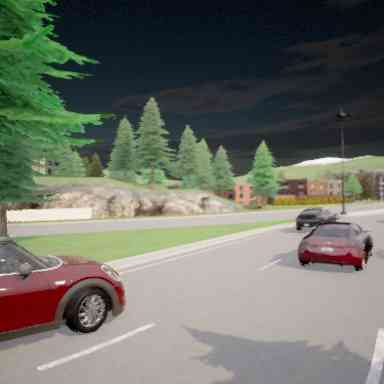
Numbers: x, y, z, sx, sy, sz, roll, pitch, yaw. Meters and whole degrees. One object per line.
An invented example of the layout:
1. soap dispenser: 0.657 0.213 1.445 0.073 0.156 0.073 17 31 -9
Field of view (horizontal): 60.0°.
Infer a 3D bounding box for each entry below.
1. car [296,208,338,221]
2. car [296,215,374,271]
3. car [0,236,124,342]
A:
1. car: 8.740 1.867 23.023 1.837 1.490 4.892 -2 -2 37
2. car: 5.229 1.744 11.859 1.994 1.385 4.181 -2 -1 33
3. car: -3.469 1.523 5.577 4.553 1.767 2.097 0 -2 -37
